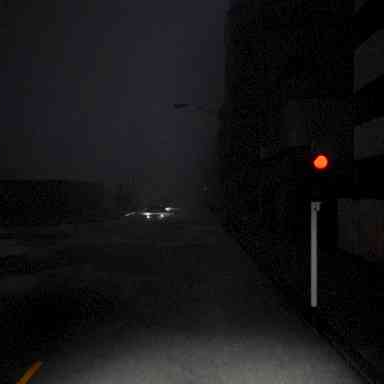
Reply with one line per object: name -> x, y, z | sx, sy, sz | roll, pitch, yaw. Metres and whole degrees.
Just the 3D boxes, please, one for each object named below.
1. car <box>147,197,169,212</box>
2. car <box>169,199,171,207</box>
car -> -4.187, 1.478, 39.509 | 1.882, 1.535, 5.008 | 0, 0, 0
car -> -4.178, 1.505, 49.536 | 1.837, 1.490, 4.892 | 0, 0, 1
